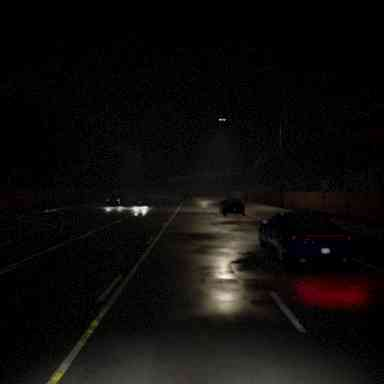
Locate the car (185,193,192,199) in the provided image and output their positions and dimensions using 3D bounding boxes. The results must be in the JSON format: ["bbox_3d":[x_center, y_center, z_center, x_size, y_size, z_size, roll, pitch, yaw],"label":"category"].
[{"bbox_3d":[-1.089,0.989,91.621,1.882,1.535,5.008,0,0,-2],"label":"car"}]

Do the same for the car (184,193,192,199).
[{"bbox_3d":[-1.025,1.020,85.596,1.882,1.535,5.008,0,0,0],"label":"car"}]

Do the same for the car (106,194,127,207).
[{"bbox_3d":[-10.555,1.102,46.577,2.097,1.767,4.553,0,0,0],"label":"car"}]

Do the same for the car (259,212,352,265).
[{"bbox_3d":[3.603,1.416,11.442,1.882,1.535,5.008,0,0,0],"label":"car"}]

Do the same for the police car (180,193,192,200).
[{"bbox_3d":[-1.027,1.020,75.703,1.930,1.638,5.238,0,0,0],"label":"police car"}]

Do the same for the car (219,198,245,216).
[{"bbox_3d":[3.609,1.314,30.457,1.882,1.535,5.008,0,0,0],"label":"car"}]

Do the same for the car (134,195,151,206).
[{"bbox_3d":[-7.053,1.239,47.352,2.128,1.511,4.902,0,0,0],"label":"car"}]
